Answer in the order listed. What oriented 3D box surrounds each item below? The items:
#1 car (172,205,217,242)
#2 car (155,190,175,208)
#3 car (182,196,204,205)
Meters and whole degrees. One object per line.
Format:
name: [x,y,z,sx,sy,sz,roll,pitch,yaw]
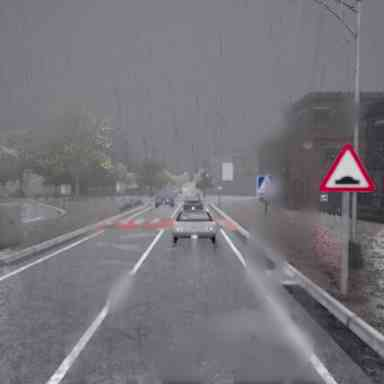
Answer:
car: [0.105,1.504,15.728,1.895,1.301,4.718,0,1,0]
car: [-3.237,0.841,40.548,2.150,2.045,5.566,0,1,0]
car: [0.111,1.191,32.634,1.837,1.490,4.892,0,1,0]
